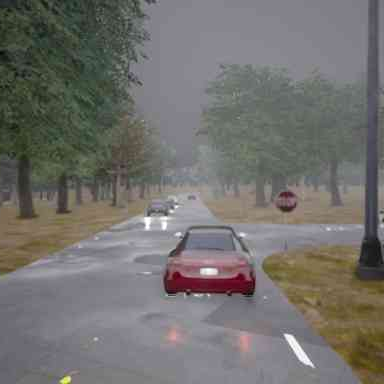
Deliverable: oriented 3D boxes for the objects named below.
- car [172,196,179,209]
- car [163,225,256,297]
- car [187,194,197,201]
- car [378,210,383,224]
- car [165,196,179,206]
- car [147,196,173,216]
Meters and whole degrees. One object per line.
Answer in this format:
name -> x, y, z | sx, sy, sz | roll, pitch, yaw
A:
car -> -3.091, 1.401, 41.195 | 2.033, 1.411, 5.357 | 0, 0, 0
car -> 0.469, 1.545, 8.605 | 1.994, 1.385, 4.181 | 0, 0, 4
car -> -0.003, 1.124, 72.003 | 1.837, 1.490, 4.892 | 0, 1, 0
car -> 13.210, 1.264, 18.927 | 4.902, 1.511, 2.128 | -1, 1, 2
car -> -3.088, 1.316, 51.488 | 1.812, 1.442, 4.674 | 0, 0, 0
car -> -3.096, 1.400, 31.353 | 1.837, 1.490, 4.892 | 1, 0, 0
